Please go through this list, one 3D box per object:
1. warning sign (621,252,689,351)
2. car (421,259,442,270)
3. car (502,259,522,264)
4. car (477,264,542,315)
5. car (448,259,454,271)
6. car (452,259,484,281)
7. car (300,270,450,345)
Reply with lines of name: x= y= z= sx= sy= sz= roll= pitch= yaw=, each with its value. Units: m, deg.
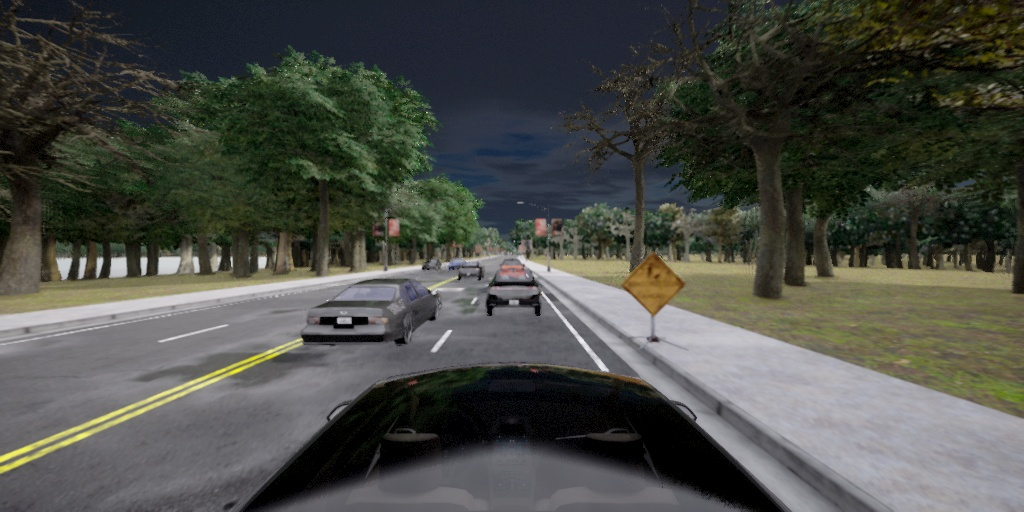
warning sign: x=2.845 y=0.848 z=7.237 sx=1.300 sy=1.860 sz=1.060 roll=0 pitch=0 yaw=0
car: x=-10.032 y=1.141 z=45.137 sx=1.837 sy=1.490 sz=4.892 roll=0 pitch=0 yaw=0
car: x=-0.001 y=1.026 z=29.078 sx=2.097 sy=1.767 sz=4.553 roll=0 pitch=0 yaw=0
car: x=0.063 y=1.206 z=13.396 sx=2.128 sy=1.511 sz=4.902 roll=0 pitch=0 yaw=0
car: x=-6.782 y=1.113 z=44.935 sx=1.882 sy=1.535 sz=5.008 roll=0 pitch=0 yaw=0
car: x=-3.250 y=1.165 z=29.289 sx=2.128 sy=1.511 sz=4.902 roll=0 pitch=0 yaw=0
car: x=-3.196 y=1.275 z=9.354 sx=2.033 sy=1.411 sz=5.357 roll=0 pitch=0 yaw=0
